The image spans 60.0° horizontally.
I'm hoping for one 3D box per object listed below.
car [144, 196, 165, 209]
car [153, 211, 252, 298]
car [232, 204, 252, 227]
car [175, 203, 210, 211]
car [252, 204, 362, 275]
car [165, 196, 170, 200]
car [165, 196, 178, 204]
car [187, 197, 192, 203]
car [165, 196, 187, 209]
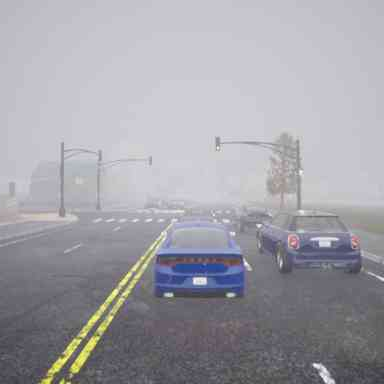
[{"bbox_3d":[-5.373,1.567,46.224,1.837,1.490,4.892,0,0,3],"label":"car"},{"bbox_3d":[0.164,1.481,8.571,1.882,1.535,5.008,0,0,0],"label":"car"},{"bbox_3d":[3.610,1.517,20.092,1.837,1.490,4.892,0,0,1],"label":"car"},{"bbox_3d":[0.318,1.559,18.555,2.033,1.411,5.357,0,0,1],"label":"car"},{"bbox_3d":[3.443,1.356,10.672,2.097,1.767,4.553,0,0,1],"label":"car"},{"bbox_3d":[-4.804,1.436,56.065,2.097,1.767,4.553,0,0,3],"label":"car"},{"bbox_3d":[-4.054,1.591,66.457,1.882,1.535,5.008,0,0,5],"label":"car"},{"bbox_3d":[-1.541,1.645,56.277,1.994,1.385,4.181,0,0,3],"label":"car"},{"bbox_3d":[-2.116,1.660,46.326,1.895,1.301,4.718,0,0,3],"label":"car"}]
